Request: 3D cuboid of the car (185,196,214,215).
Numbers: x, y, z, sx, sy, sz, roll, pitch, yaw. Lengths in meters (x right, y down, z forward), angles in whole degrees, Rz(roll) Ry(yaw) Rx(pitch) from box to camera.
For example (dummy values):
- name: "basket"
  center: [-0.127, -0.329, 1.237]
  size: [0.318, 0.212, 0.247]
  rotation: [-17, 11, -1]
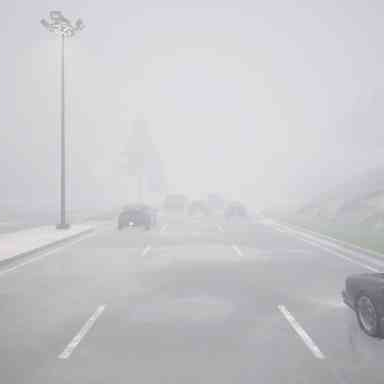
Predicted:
- name: "car"
  center: [0.862, 1.505, 33.976]
  size: [1.837, 1.490, 4.892]
  rotation: [0, 0, 8]

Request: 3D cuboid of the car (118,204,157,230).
- name: "car"
  center: [-3.386, 1.505, 21.031]
  size: [1.837, 1.490, 4.892]
  rotation: [0, 0, 0]

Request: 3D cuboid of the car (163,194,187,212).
- name: "car"
  center: [-1.670, 1.220, 39.101]
  size: [2.150, 2.045, 5.566]
  rotation: [0, 0, 13]

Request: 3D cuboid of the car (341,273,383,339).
- name: "car"
  center: [3.602, 1.547, 3.511]
  size: [2.033, 1.411, 5.357]
  rotation: [0, 0, 0]

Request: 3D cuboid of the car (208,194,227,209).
- name: "car"
  center: [3.319, 1.221, 44.153]
  size: [2.150, 2.045, 5.566]
  rotation: [0, 0, 16]

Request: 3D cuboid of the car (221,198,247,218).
- name: "car"
  center: [3.880, 1.525, 30.153]
  size: [1.812, 1.442, 4.674]
  rotation: [0, 0, 3]
